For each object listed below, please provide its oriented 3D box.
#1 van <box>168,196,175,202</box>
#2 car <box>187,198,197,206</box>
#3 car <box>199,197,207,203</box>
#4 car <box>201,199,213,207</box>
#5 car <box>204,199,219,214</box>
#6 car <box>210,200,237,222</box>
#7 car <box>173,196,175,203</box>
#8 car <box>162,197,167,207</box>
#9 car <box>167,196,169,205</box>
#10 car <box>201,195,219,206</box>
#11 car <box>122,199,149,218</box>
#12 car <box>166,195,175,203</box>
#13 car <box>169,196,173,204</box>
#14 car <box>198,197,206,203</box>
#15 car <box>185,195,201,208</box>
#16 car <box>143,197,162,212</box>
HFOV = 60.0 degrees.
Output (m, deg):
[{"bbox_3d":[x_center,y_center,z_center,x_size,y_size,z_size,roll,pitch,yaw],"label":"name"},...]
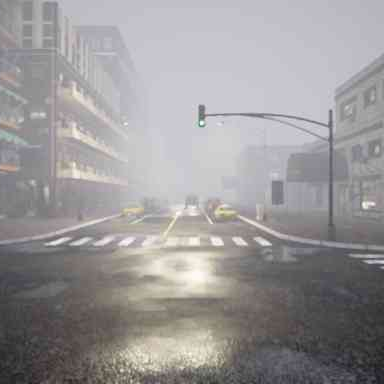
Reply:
[{"bbox_3d":[-5.695,1.922,93.673,1.690,1.788,3.998,0,0,0],"label":"van"},{"bbox_3d":[-0.004,1.939,64.010,1.994,1.385,4.181,0,0,0],"label":"car"},{"bbox_3d":[2.686,2.023,82.763,1.752,1.417,4.829,0,0,0],"label":"car"},{"bbox_3d":[2.688,1.900,60.437,2.008,1.369,4.403,0,0,0],"label":"car"},{"bbox_3d":[2.690,1.797,38.280,1.802,1.307,4.206,0,0,0],"label":"car"},{"bbox_3d":[2.691,1.679,27.372,1.752,1.417,4.829,0,0,0],"label":"car"},{"bbox_3d":[-5.693,1.905,77.053,1.967,1.590,4.097,0,0,0],"label":"car"},{"bbox_3d":[-5.692,1.872,54.896,2.008,1.369,4.403,0,0,0],"label":"car"},{"bbox_3d":[-5.692,1.880,60.266,1.752,1.417,4.829,0,0,0],"label":"car"},{"bbox_3d":[2.690,1.562,43.821,2.192,1.841,5.009,0,0,0],"label":"car"},{"bbox_3d":[-5.690,1.715,32.570,1.752,1.417,4.829,0,0,0],"label":"car"},{"bbox_3d":[-5.694,1.856,88.133,2.192,1.841,5.009,0,0,0],"label":"car"},{"bbox_3d":[-5.693,1.973,71.515,1.887,1.381,4.507,0,0,0],"label":"car"},{"bbox_3d":[2.686,2.085,88.132,2.008,1.369,4.403,0,0,0],"label":"car"},{"bbox_3d":[-0.004,1.530,53.623,2.150,2.045,5.566,0,0,0],"label":"car"},{"bbox_3d":[-5.690,1.569,43.820,2.192,1.841,5.009,0,0,0],"label":"car"}]
